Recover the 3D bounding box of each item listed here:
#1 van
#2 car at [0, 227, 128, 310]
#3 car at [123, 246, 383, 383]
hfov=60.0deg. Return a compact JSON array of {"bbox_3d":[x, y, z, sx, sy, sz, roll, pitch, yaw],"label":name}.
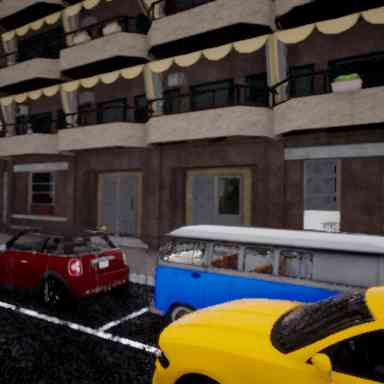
[{"bbox_3d":[1.209,1.489,5.324,3.998,1.788,1.690,0,-1,30],"label":"van"},{"bbox_3d":[-3.569,1.565,8.114,4.097,1.590,1.967,0,-1,30],"label":"car"},{"bbox_3d":[1.969,1.584,2.803,5.008,1.535,1.882,0,-1,30],"label":"car"}]
